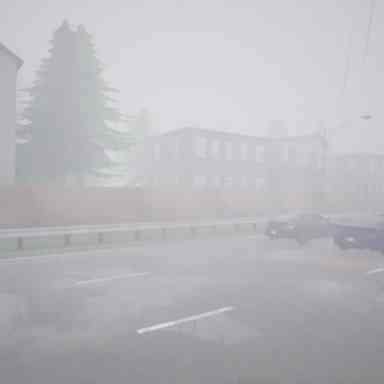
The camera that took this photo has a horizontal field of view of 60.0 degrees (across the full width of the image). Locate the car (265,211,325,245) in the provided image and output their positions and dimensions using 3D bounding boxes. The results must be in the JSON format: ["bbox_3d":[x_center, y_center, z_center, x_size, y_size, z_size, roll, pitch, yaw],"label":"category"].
[{"bbox_3d":[5.606,1.681,16.449,4.674,1.442,1.812,0,0,-35],"label":"car"}]

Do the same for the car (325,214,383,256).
[{"bbox_3d":[7.930,1.637,13.804,5.008,1.535,1.882,0,0,-35],"label":"car"}]
